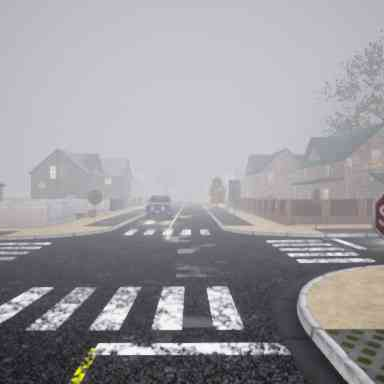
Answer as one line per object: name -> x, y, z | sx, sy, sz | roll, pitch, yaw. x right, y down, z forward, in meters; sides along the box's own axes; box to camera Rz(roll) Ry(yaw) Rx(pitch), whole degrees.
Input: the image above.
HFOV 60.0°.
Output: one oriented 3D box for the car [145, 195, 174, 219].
car -> -2.797, 1.271, 29.615 | 2.150, 2.045, 5.566 | 0, 0, 0
